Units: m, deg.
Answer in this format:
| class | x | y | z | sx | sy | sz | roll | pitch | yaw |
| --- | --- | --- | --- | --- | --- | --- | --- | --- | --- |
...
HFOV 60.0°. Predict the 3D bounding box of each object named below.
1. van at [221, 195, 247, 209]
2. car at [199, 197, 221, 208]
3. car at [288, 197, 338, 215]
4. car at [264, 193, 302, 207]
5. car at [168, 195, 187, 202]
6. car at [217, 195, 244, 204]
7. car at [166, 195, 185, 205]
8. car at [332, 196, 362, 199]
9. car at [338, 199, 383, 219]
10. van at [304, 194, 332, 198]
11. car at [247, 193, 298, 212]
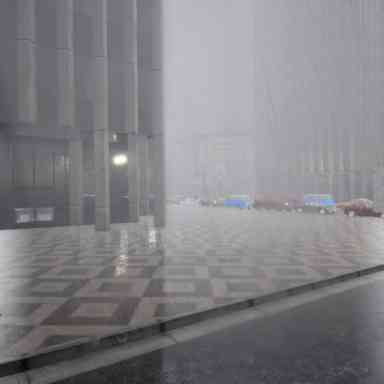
| class | x | y | z | sx | sy | sz | roll | pitch | yaw |
| --- | --- | --- | --- | --- | --- | --- | --- | --- | --- |
| van | 5.963 | 1.293 | 42.405 | 1.690 | 1.788 | 3.998 | -1 | 1 | -35 |
| car | 2.755 | 1.370 | 46.903 | 1.967 | 1.590 | 4.097 | -1 | 1 | -35 |
| car | 12.384 | 1.548 | 33.412 | 2.008 | 1.369 | 4.403 | -1 | 1 | -35 |
| car | 12.915 | 1.129 | 47.348 | 2.192 | 1.841 | 5.009 | -1 | 1 | -35 |
| car | -3.121 | 1.256 | 69.842 | 2.008 | 1.369 | 4.403 | -1 | 1 | -35 |
| car | 6.403 | 1.295 | 56.485 | 1.752 | 1.417 | 4.829 | -1 | 1 | -35 |
| car | -3.664 | 1.437 | 55.899 | 2.008 | 1.369 | 4.403 | -1 | 1 | -35 |
| car | 19.234 | 1.384 | 38.492 | 1.752 | 1.417 | 4.829 | -1 | 1 | -35 |
| car | 15.594 | 1.566 | 28.914 | 1.887 | 1.381 | 4.507 | -1 | 1 | -35 |
| van | 16.124 | 1.178 | 42.850 | 1.690 | 1.788 | 3.998 | -1 | 1 | -35 |
| car | 9.173 | 1.290 | 37.907 | 2.192 | 1.841 | 5.009 | -1 | 1 | -35 |
